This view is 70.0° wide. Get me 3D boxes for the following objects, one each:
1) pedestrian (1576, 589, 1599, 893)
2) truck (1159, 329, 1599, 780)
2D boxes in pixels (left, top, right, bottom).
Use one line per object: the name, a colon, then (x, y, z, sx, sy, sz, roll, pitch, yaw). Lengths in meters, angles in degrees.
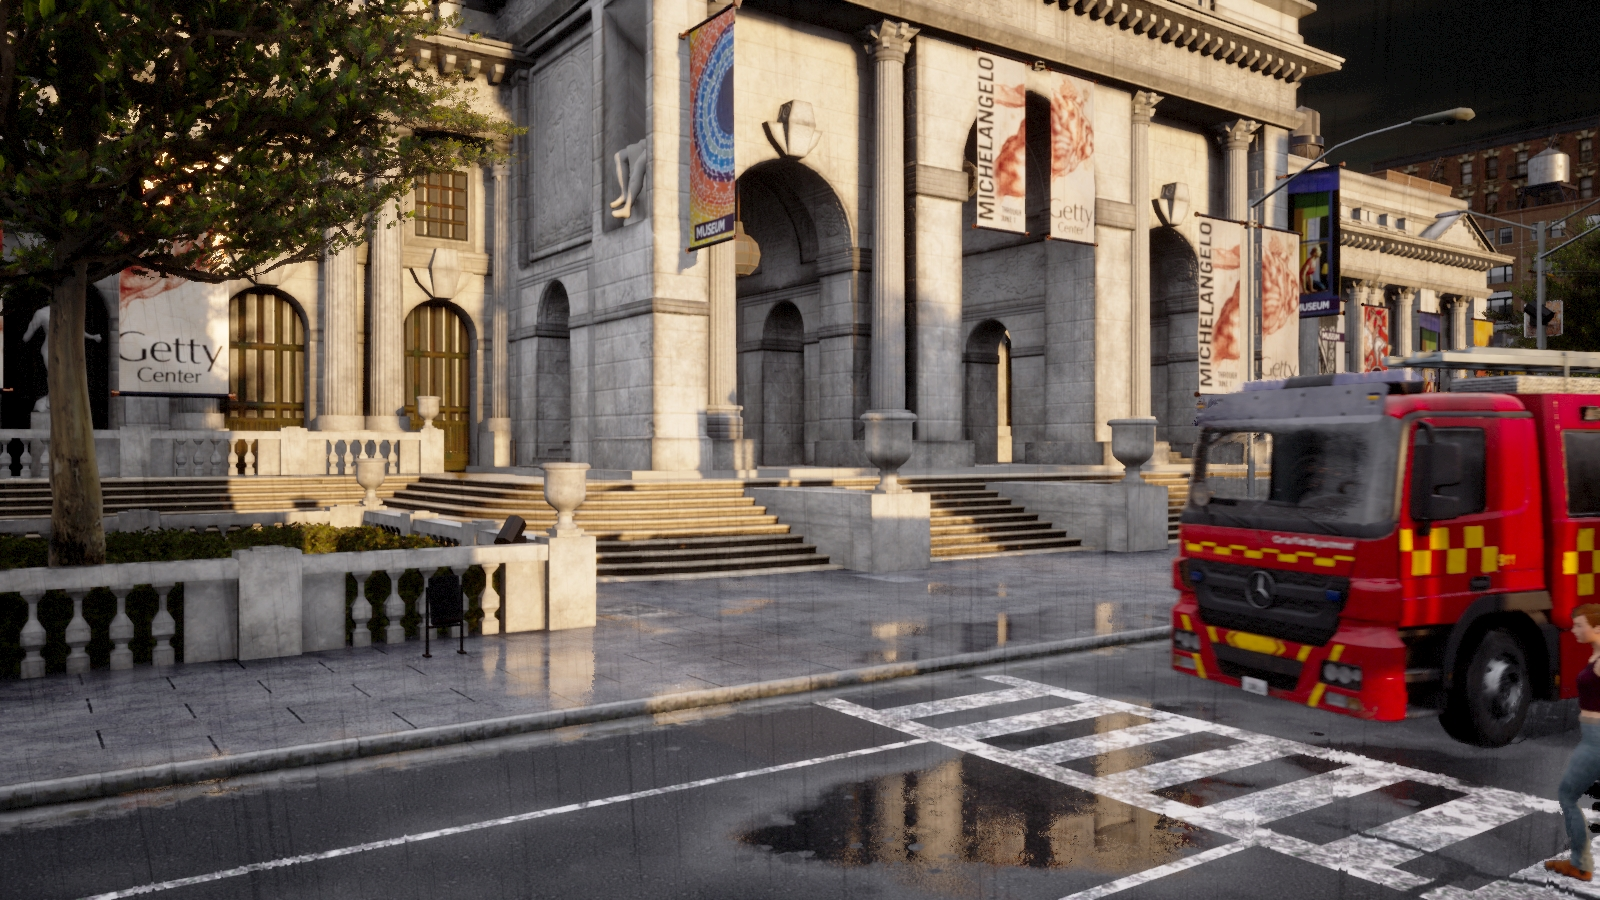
pedestrian: (5.178, 1.845, 7.267, 0.375, 1.860, 0.375, 0, 0, 38)
truck: (8.360, 0.884, 12.610, 8.468, 3.827, 2.891, 0, 0, -22)
